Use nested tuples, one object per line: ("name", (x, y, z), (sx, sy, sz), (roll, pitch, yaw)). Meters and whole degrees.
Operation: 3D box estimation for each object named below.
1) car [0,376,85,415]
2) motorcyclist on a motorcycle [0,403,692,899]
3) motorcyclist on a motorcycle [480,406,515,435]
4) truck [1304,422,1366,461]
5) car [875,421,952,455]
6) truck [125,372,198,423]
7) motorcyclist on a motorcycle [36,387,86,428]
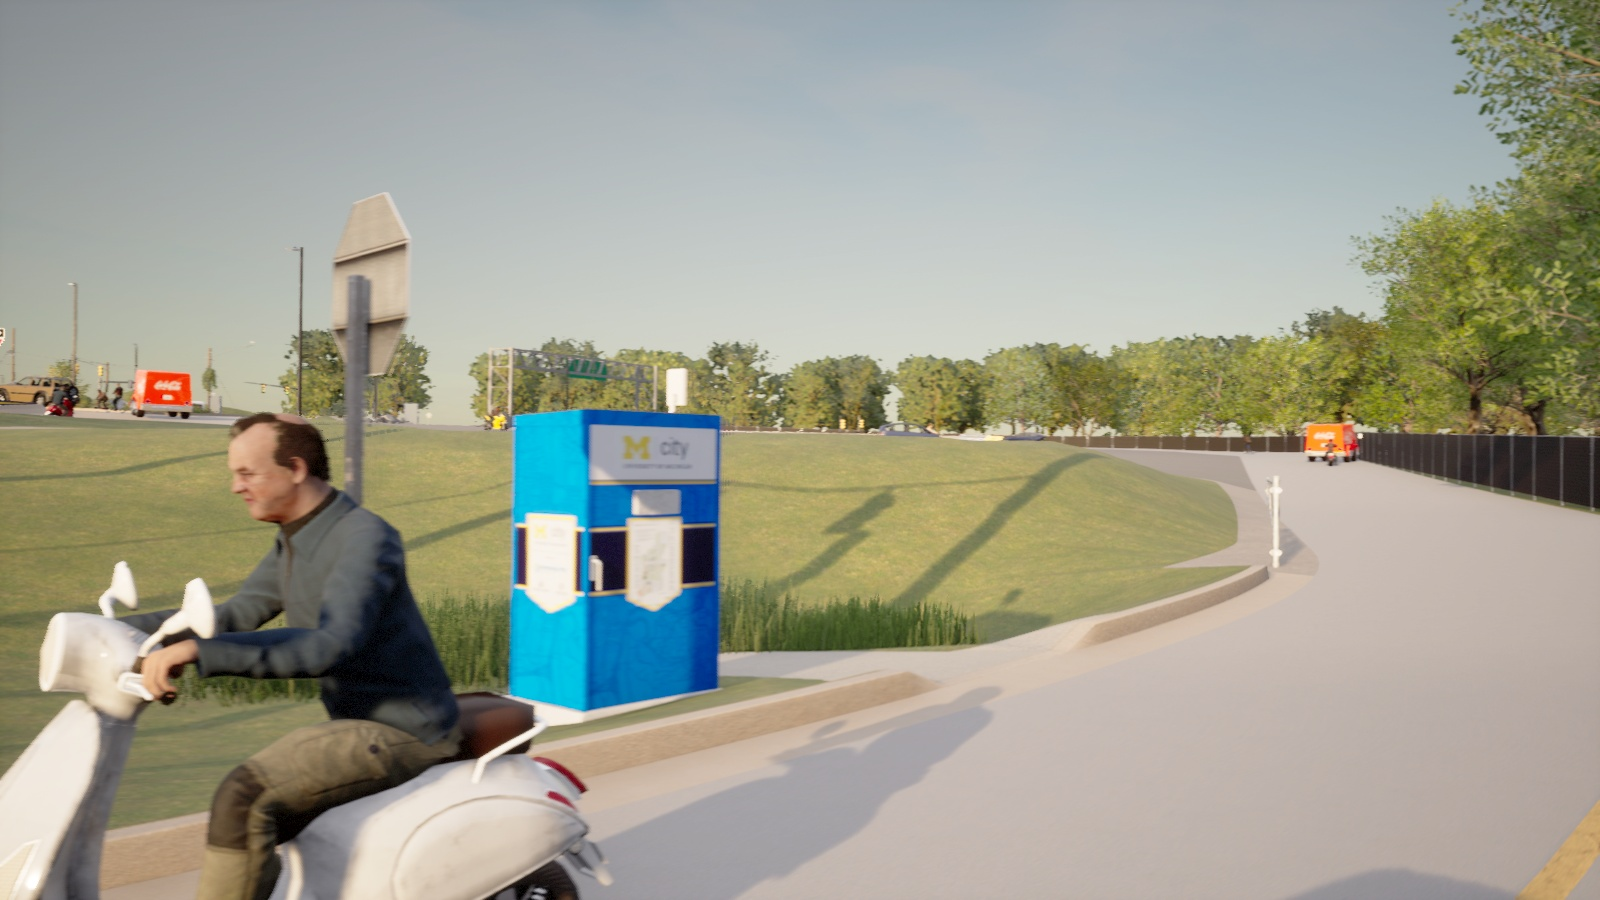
("car", (-42.158, -3.040, 69.389), (4.605, 1.855, 1.932), (3, 0, 18))
("motorcyclist on a motorcycle", (-1.248, 0.711, 2.932), (1.817, 1.590, 0.866), (0, 0, -41))
("motorcyclist on a motorcycle", (-17.319, -1.696, 71.942), (2.044, 1.523, 0.797), (4, 2, 37))
("truck", (34.849, -0.599, 81.687), (2.627, 2.467, 5.204), (1, 1, 36))
("car", (5.854, -0.624, 65.016), (3.705, 1.549, 1.789), (3, 1, -2))
("truck", (-33.902, -2.816, 66.569), (2.627, 2.467, 5.204), (2, 2, -35))
("motorcyclist on a motorcycle", (-31.755, -1.820, 53.983), (0.866, 1.590, 1.817), (6, 0, 4))
